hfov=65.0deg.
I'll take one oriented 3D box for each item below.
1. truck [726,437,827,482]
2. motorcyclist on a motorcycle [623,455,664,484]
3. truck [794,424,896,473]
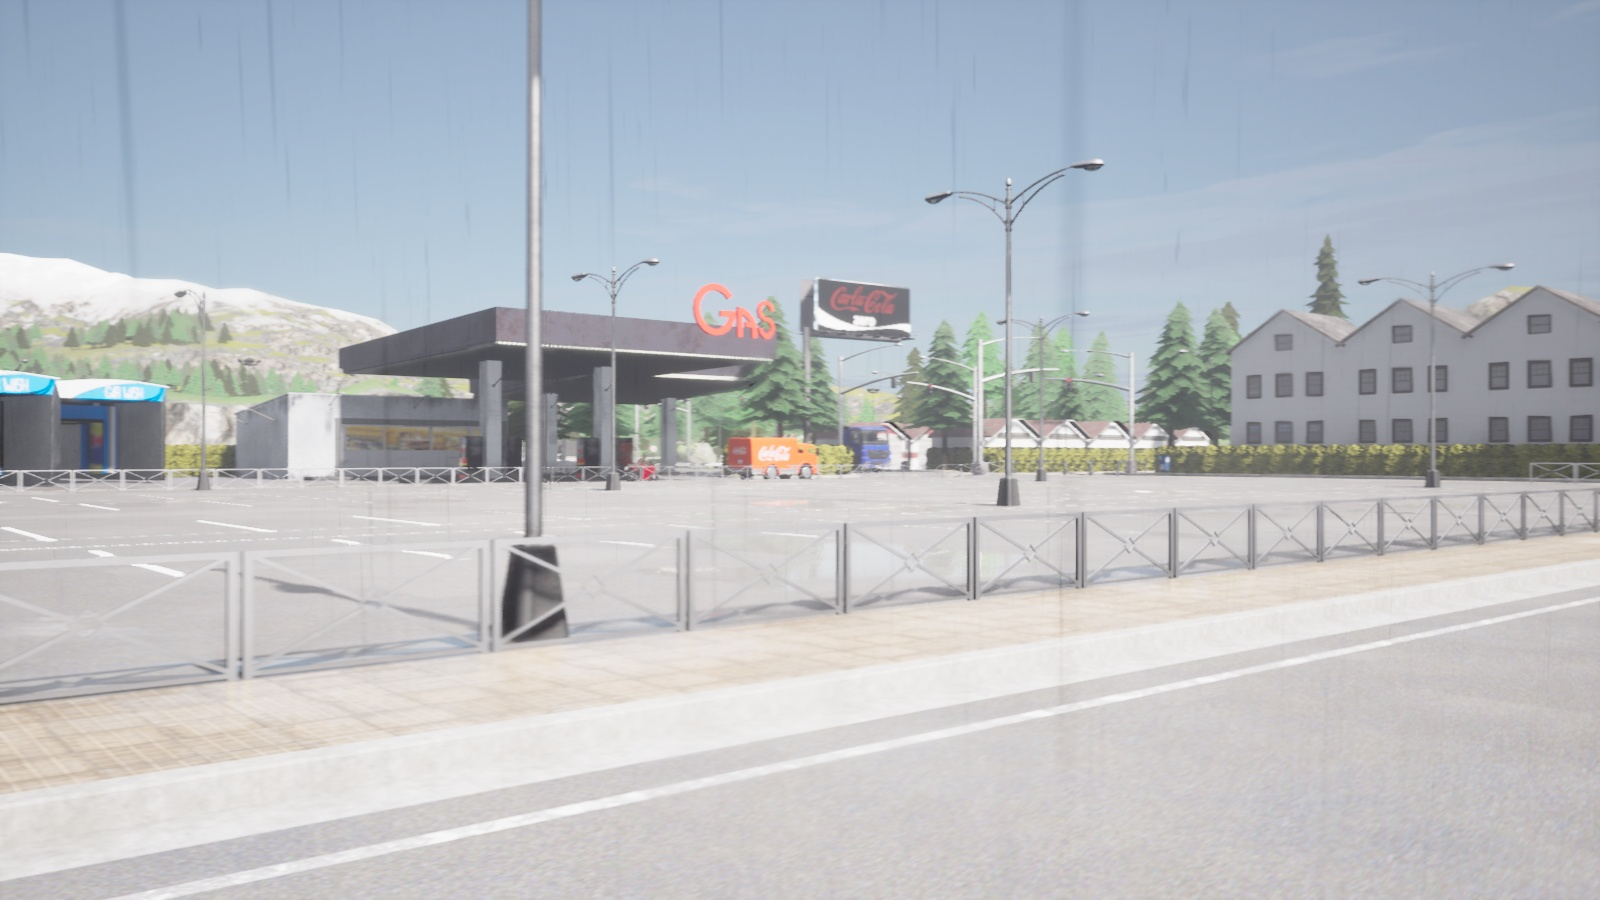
[{"bbox_3d":[-1.312,0.549,71.449,5.204,2.467,2.627,0,0,-40],"label":"truck"},{"bbox_3d":[-8.177,1.017,65.756,2.044,1.523,0.797,0,0,-40],"label":"motorcyclist on a motorcycle"},{"bbox_3d":[3.253,-0.041,93.042,2.891,3.462,7.936,-1,-1,-40],"label":"truck"}]
